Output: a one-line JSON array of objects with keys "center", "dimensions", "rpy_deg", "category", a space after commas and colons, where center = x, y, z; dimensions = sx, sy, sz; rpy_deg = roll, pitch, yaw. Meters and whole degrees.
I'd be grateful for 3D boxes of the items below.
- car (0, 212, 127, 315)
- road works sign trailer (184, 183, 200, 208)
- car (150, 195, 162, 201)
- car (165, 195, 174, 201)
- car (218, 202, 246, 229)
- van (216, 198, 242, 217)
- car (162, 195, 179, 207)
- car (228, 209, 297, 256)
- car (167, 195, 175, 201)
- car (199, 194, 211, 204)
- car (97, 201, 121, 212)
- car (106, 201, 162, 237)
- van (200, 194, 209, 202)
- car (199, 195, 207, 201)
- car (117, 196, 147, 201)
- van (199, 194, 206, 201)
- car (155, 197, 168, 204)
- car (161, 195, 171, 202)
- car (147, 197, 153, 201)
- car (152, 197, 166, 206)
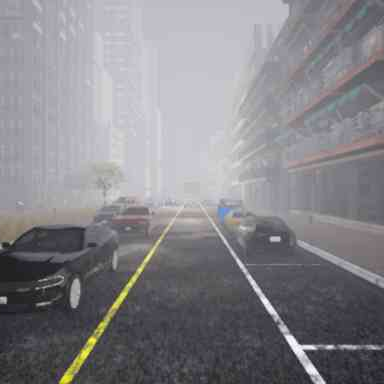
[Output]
[{"center": [-3.081, 1.473, 7.870], "dimensions": [1.882, 1.535, 5.008], "rpy_deg": [0, 0, 1], "category": "car"}, {"center": [0.024, 0.461, 47.862], "dimensions": [2.380, 3.560, 2.880], "rpy_deg": [0, 0, 0], "category": "road works sign trailer"}, {"center": [-5.670, 1.547, 45.966], "dimensions": [2.008, 1.369, 4.403], "rpy_deg": [0, 0, 0], "category": "car"}, {"center": [-5.651, 1.580, 84.625], "dimensions": [2.008, 1.369, 4.403], "rpy_deg": [0, 0, 0], "category": "car"}, {"center": [2.697, 1.516, 18.517], "dimensions": [1.752, 1.417, 4.829], "rpy_deg": [0, 0, 0], "category": "car"}, {"center": [2.700, 1.332, 23.871], "dimensions": [1.690, 1.788, 3.998], "rpy_deg": [0, 0, 0], "category": "van"}, {"center": [-3.042, 1.562, 51.467], "dimensions": [1.994, 1.385, 4.181], "rpy_deg": [0, 0, 0], "category": "car"}, {"center": [2.695, 1.559, 12.825], "dimensions": [1.947, 1.339, 4.313], "rpy_deg": [0, 0, 0], "category": "car"}, {"center": [-5.648, 1.588, 90.149], "dimensions": [2.008, 1.369, 4.403], "rpy_deg": [0, 0, 0], "category": "car"}, {"center": [2.719, 1.555, 62.530], "dimensions": [2.008, 1.369, 4.403], "rpy_deg": [0, 0, 0], "category": "car"}, {"center": [-5.681, 1.557, 23.875], "dimensions": [1.947, 1.339, 4.313], "rpy_deg": [0, 0, 0], "category": "car"}, {"center": [-3.018, 1.469, 18.357], "dimensions": [1.882, 1.535, 5.008], "rpy_deg": [0, 0, 1], "category": "car"}, {"center": [2.724, 1.356, 73.576], "dimensions": [1.690, 1.788, 3.998], "rpy_deg": [0, 0, 0], "category": "van"}, {"center": [2.730, 1.573, 84.621], "dimensions": [1.887, 1.381, 4.507], "rpy_deg": [0, 0, 0], "category": "car"}, {"center": [-5.679, 1.307, 29.397], "dimensions": [2.192, 1.841, 5.009], "rpy_deg": [0, 0, 0], "category": "car"}, {"center": [2.732, 1.377, 90.144], "dimensions": [1.690, 1.788, 3.998], "rpy_deg": [0, 0, 0], "category": "van"}, {"center": [-5.662, 1.571, 62.535], "dimensions": [1.947, 1.339, 4.313], "rpy_deg": [0, 0, 0], "category": "car"}, {"center": [-5.657, 1.455, 73.581], "dimensions": [1.967, 1.590, 4.097], "rpy_deg": [0, 0, 0], "category": "car"}, {"center": [-5.676, 1.544, 34.921], "dimensions": [2.008, 1.369, 4.403], "rpy_deg": [0, 0, 0], "category": "car"}, {"center": [-5.665, 1.546, 57.012], "dimensions": [1.887, 1.381, 4.507], "rpy_deg": [0, 0, 0], "category": "car"}]
